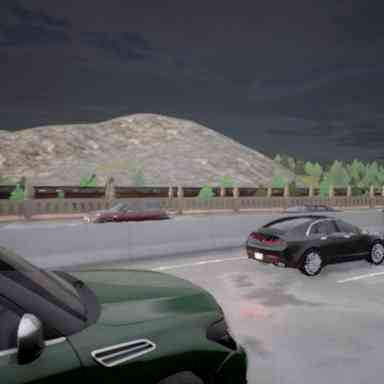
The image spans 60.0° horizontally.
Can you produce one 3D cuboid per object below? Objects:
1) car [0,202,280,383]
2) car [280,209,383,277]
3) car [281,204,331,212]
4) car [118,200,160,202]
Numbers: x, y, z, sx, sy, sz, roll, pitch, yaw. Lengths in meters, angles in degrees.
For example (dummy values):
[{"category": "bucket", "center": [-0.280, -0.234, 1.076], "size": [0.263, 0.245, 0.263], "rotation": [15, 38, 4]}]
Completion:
[{"category": "car", "center": [-2.149, 1.206, 2.143], "size": [5.566, 2.045, 2.150], "rotation": [0, 0, -36]}, {"category": "car", "center": [3.869, 1.450, 10.047], "size": [4.892, 1.490, 1.837], "rotation": [0, 0, -30]}, {"category": "car", "center": [6.745, 1.442, 19.642], "size": [5.357, 1.411, 2.033], "rotation": [0, 0, -25]}, {"category": "car", "center": [-3.548, 1.246, 18.058], "size": [4.553, 1.767, 2.097], "rotation": [0, 0, -30]}]
